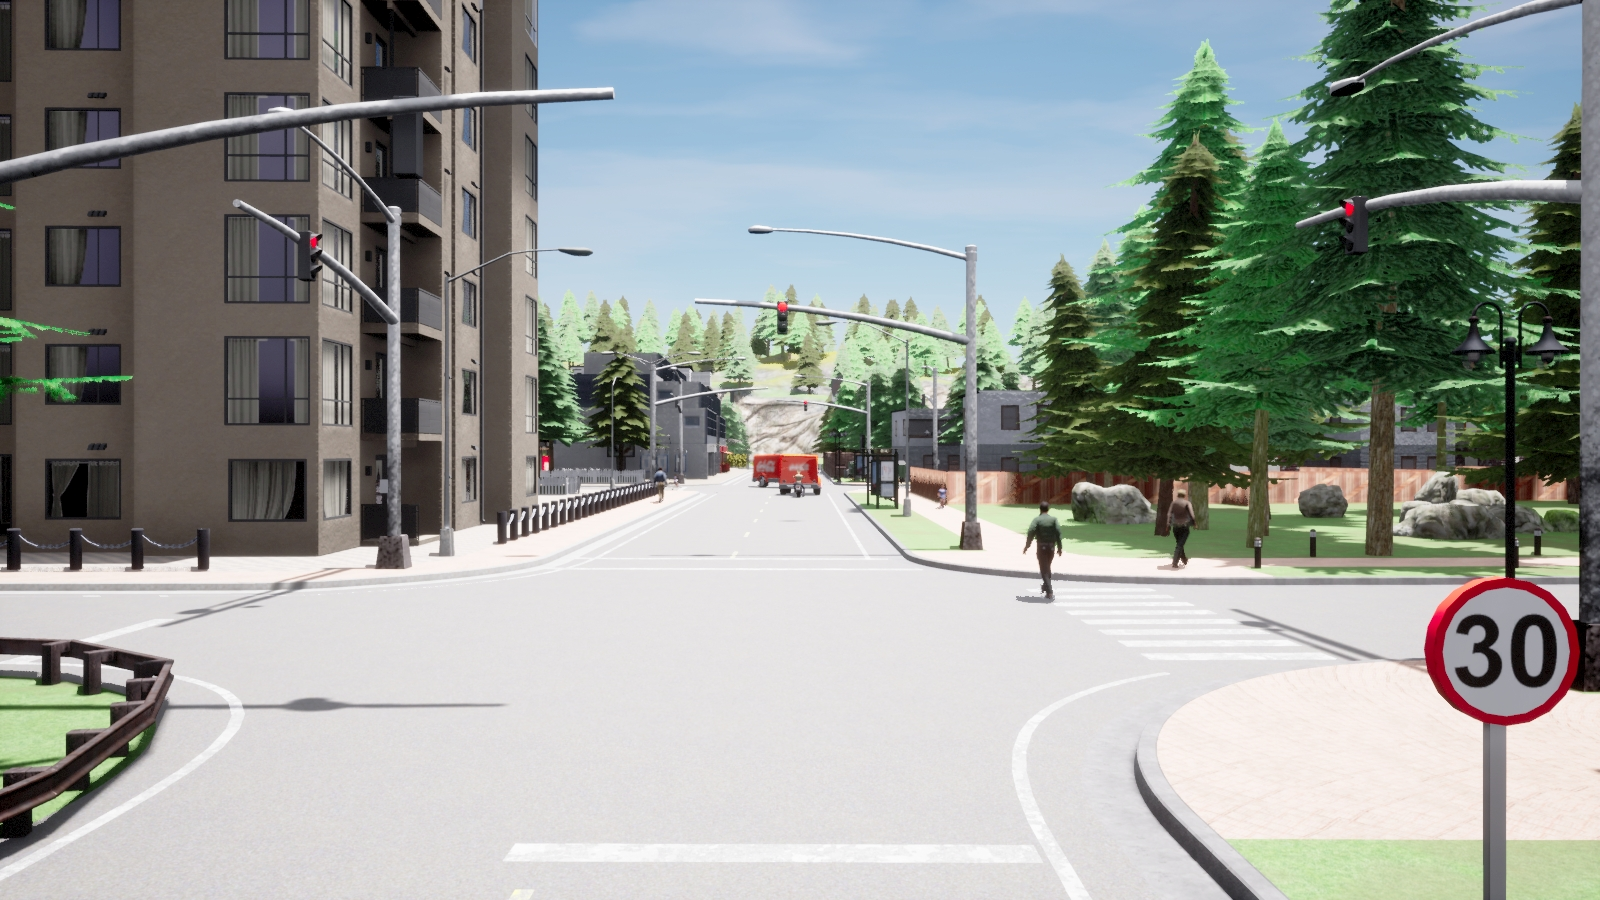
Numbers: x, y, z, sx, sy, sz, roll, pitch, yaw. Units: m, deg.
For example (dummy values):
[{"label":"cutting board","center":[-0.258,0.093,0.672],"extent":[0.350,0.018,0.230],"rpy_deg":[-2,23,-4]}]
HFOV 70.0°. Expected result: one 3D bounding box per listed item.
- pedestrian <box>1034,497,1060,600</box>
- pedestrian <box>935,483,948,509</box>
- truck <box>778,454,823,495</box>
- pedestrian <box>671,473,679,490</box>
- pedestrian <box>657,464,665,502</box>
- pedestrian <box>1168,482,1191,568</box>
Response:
[{"label":"pedestrian","center":[4.561,1.810,21.114],"extent":[0.375,1.860,0.375],"rpy_deg":[0,0,-2]},{"label":"pedestrian","center":[6.231,2.028,50.168],"extent":[0.500,1.100,0.500],"rpy_deg":[0,0,-1]},{"label":"truck","center":[0.071,1.506,71.518],"extent":[2.627,2.467,5.204],"rpy_deg":[0,0,3]},{"label":"pedestrian","center":[-8.145,2.029,74.576],"extent":[0.500,1.100,0.500],"rpy_deg":[0,0,-9]},{"label":"pedestrian","center":[-6.869,1.643,56.487],"extent":[0.375,1.860,0.375],"rpy_deg":[0,0,1]},{"label":"pedestrian","center":[8.364,1.648,25.175],"extent":[0.375,1.860,0.375],"rpy_deg":[0,0,38]}]
